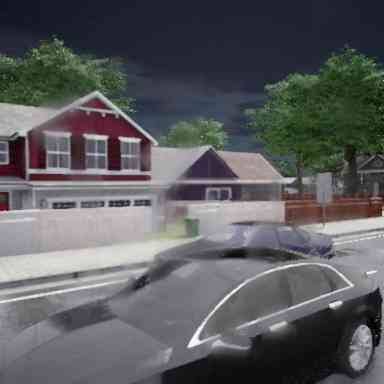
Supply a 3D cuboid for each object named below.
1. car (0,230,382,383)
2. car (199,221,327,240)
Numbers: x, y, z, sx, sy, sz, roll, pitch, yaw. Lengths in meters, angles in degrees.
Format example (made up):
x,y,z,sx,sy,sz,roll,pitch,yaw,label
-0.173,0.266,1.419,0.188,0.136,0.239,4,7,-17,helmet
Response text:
x,y,z,sx,sy,sz,roll,pitch,yaw,label
0.369,1.489,3.913,4.892,1.490,1.837,0,0,-35,car
1.627,1.502,8.768,5.357,1.411,2.033,0,0,-35,car
